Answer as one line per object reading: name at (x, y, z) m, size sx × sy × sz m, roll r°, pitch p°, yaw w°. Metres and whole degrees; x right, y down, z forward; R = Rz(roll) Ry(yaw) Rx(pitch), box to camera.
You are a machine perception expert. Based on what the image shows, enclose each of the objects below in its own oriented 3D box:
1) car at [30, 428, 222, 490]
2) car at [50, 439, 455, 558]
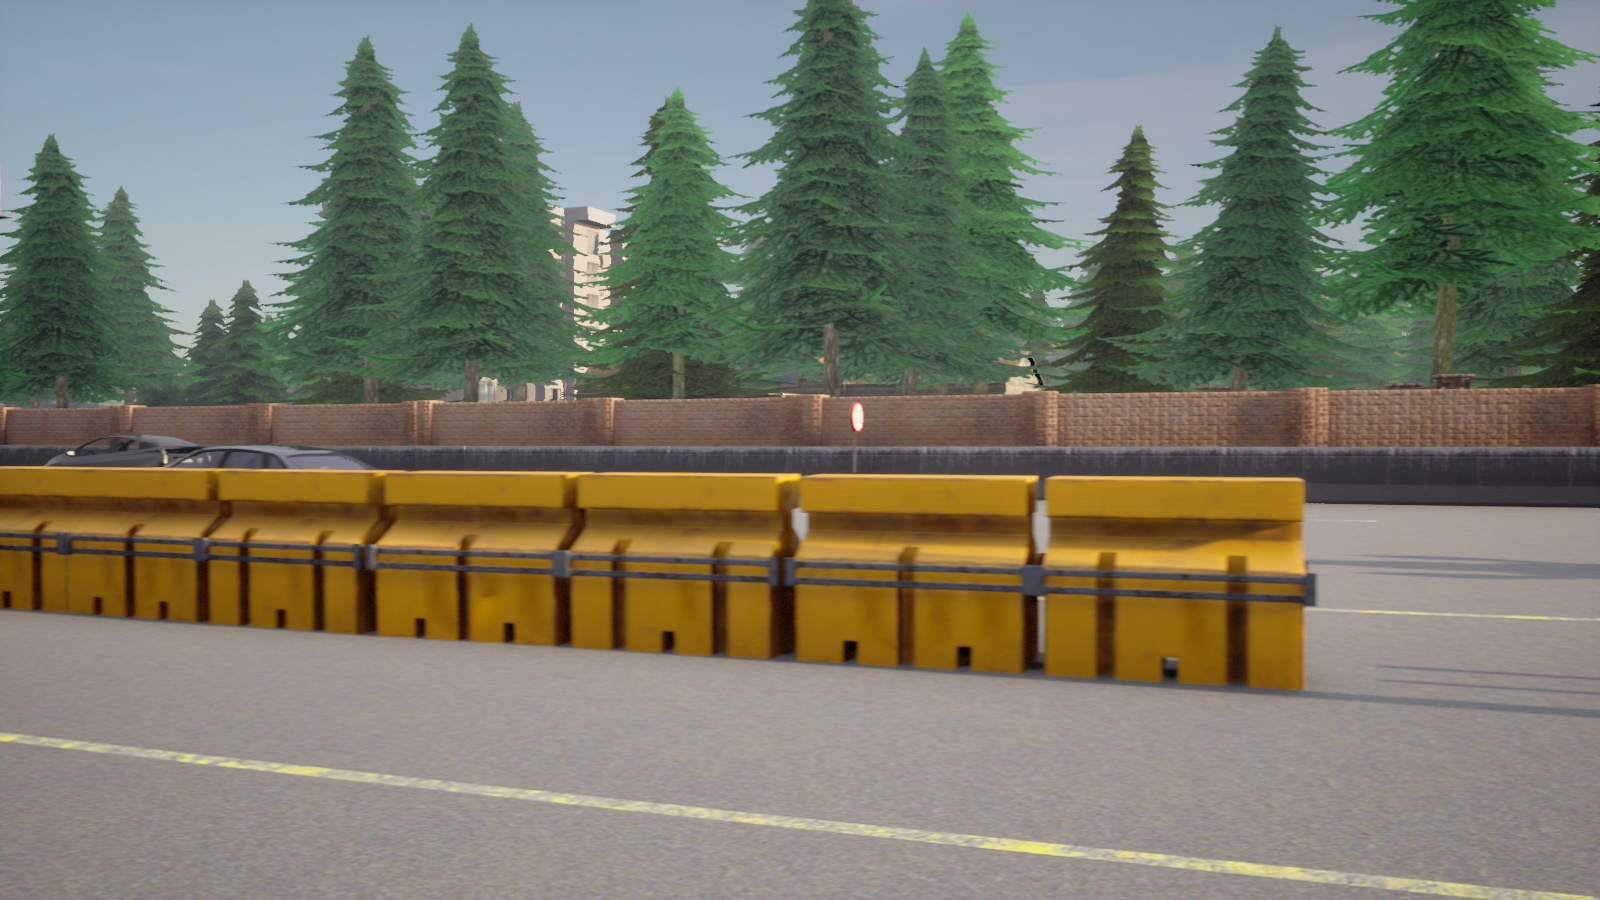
car at (-17.619, 0.191, 32.825) m, size 4.514 × 1.525 × 2.007 m, roll 1°, pitch 1°, yaw 23°
car at (-7.578, 0.573, 17.339) m, size 5.357 × 1.411 × 2.033 m, roll 1°, pitch 1°, yaw 24°
